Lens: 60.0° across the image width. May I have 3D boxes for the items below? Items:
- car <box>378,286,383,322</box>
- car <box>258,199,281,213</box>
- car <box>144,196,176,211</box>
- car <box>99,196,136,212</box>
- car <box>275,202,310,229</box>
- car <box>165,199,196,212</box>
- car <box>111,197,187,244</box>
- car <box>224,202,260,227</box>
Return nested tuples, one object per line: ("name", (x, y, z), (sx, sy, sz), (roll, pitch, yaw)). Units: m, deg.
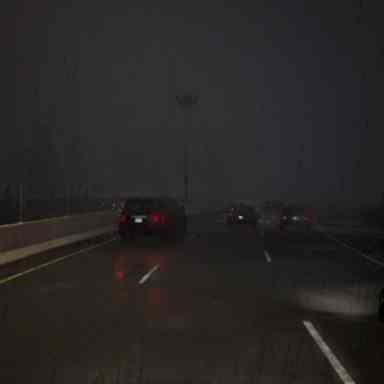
("car", (3.825, 1.529, 3.390), (1.837, 1.490, 4.892), (0, 0, 3))
("car", (9.807, 1.652, 39.650), (2.128, 1.511, 4.902), (0, 0, 26))
("car", (-4.144, 1.480, 43.266), (2.097, 1.767, 4.553), (0, 0, 25))
("car", (-9.048, 1.456, 40.742), (2.097, 1.767, 4.553), (0, 0, 23))
("car", (6.827, 1.642, 22.288), (2.033, 1.411, 5.357), (0, 0, 16))
("car", (-1.329, 1.656, 41.085), (1.812, 1.442, 4.674), (0, 0, 25))
("car", (-1.708, 1.269, 16.221), (2.150, 2.045, 5.566), (0, 0, 10))
("car", (3.727, 1.654, 23.852), (1.994, 1.385, 4.181), (0, 0, 15))
